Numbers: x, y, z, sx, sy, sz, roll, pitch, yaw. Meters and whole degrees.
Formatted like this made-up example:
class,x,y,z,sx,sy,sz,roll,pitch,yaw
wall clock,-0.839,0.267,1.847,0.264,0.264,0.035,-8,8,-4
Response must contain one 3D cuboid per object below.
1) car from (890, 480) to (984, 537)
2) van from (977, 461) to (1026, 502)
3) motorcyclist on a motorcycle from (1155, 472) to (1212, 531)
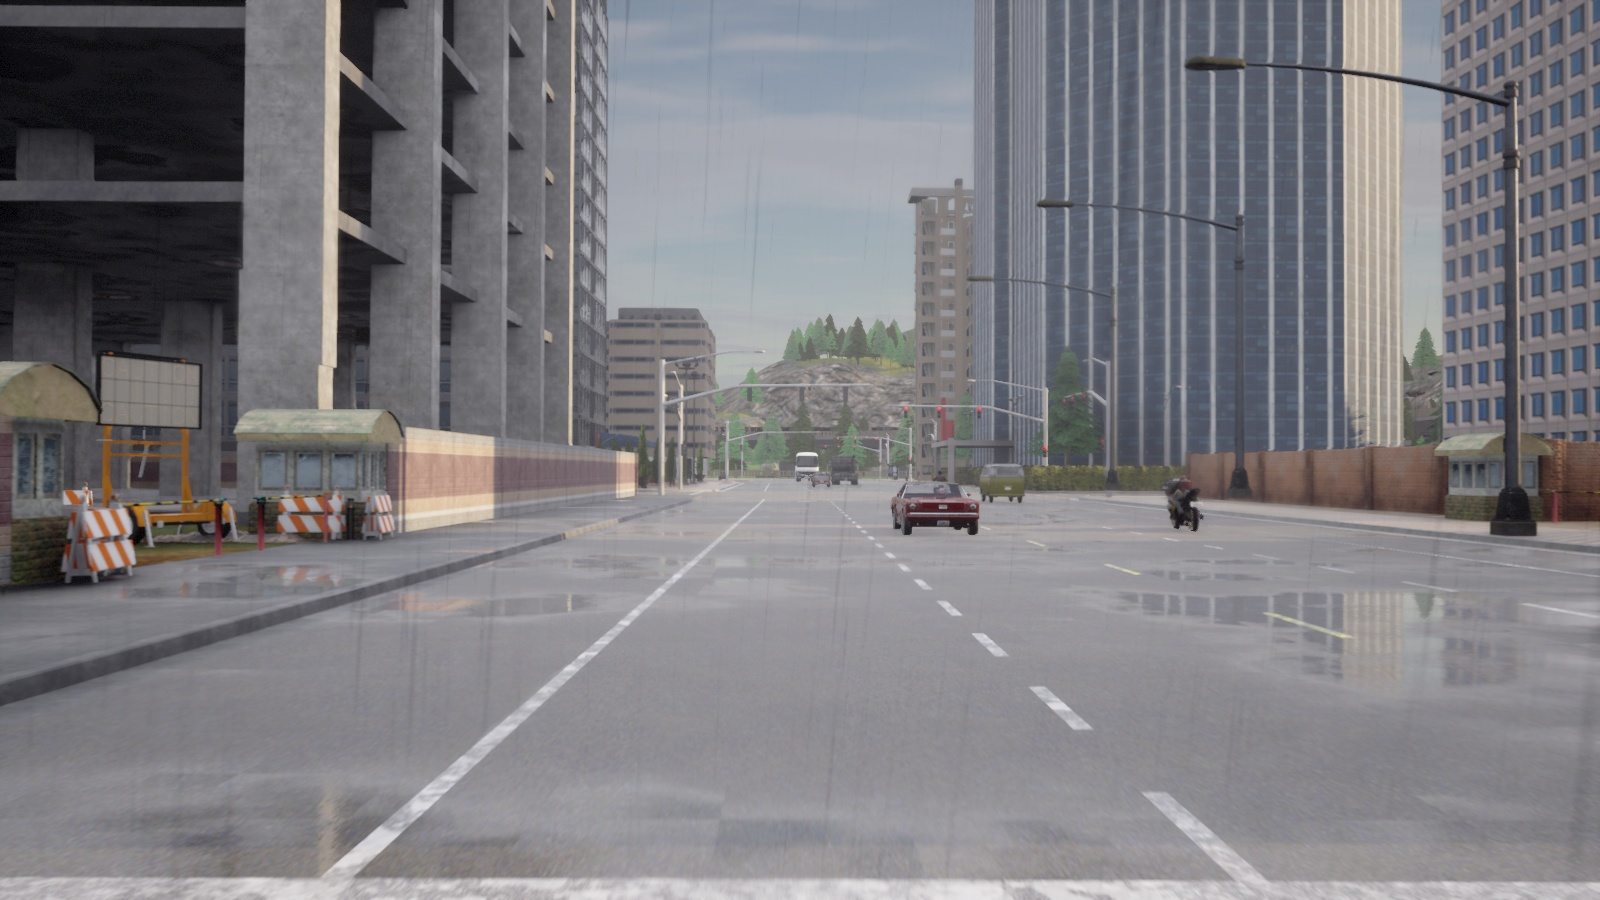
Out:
class,x,y,z,sx,sy,sz,roll,pitch,yaw
car,3.423,1.439,32.179,1.895,1.301,4.718,0,-1,0
van,10.332,1.604,64.543,1.775,1.987,4.442,0,-1,0
motorcyclist on a motorcycle,10.418,1.378,34.158,0.866,1.530,2.191,0,-1,0
